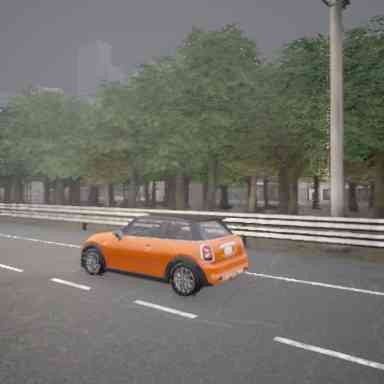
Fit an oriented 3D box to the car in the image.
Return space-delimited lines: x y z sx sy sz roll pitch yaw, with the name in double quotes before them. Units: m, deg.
"car" -0.898 1.353 8.810 4.553 1.767 2.097 0 0 35
